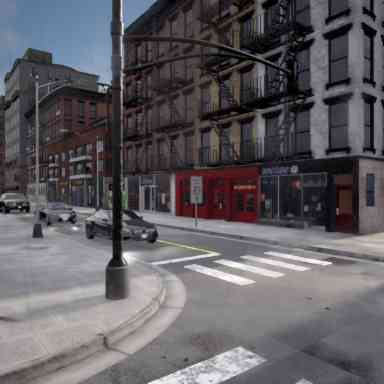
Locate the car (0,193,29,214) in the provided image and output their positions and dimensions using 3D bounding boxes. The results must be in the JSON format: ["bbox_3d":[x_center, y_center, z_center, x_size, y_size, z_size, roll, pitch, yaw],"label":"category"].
[{"bbox_3d":[-18.853,1.159,35.365,2.150,2.045,5.566,0,0,-37],"label":"car"}]

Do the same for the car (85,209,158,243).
[{"bbox_3d":[-3.383,1.508,15.235,1.812,1.442,4.674,0,0,-39],"label":"car"}]

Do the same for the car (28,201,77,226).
[{"bbox_3d":[-9.645,1.454,23.357,2.128,1.511,4.902,0,0,-37],"label":"car"}]
